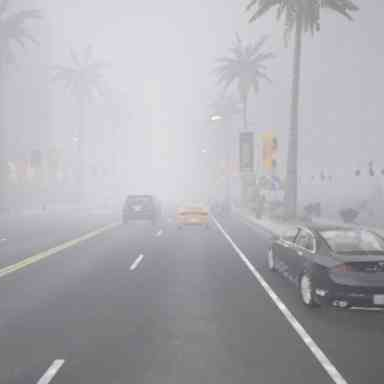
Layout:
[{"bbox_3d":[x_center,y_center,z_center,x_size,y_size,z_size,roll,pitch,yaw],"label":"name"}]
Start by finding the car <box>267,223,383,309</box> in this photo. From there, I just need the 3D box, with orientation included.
[{"bbox_3d":[3.087,1.463,7.785,2.231,1.521,4.892,0,0,0],"label":"car"}]

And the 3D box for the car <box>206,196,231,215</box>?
[{"bbox_3d":[3.098,1.270,37.160,2.185,1.767,4.553,0,0,0],"label":"car"}]

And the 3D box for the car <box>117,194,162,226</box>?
[{"bbox_3d":[-3.400,1.169,23.333,2.150,2.045,5.566,0,0,0],"label":"car"}]

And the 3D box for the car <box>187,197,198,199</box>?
[{"bbox_3d":[0.104,1.387,39.931,1.882,1.535,5.008,0,0,0],"label":"car"}]

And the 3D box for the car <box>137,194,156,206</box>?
[{"bbox_3d":[-6.944,1.237,51.265,2.097,1.767,4.553,0,0,1],"label":"car"}]

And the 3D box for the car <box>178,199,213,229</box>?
[{"bbox_3d":[0.100,1.429,21.343,1.882,1.535,5.008,0,0,0],"label":"car"}]

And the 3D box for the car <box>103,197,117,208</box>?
[{"bbox_3d":[-10.537,1.390,44.661,2.128,1.511,4.902,0,0,1],"label":"car"}]

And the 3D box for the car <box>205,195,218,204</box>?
[{"bbox_3d":[3.407,1.380,59.089,2.161,1.482,4.786,0,0,0],"label":"car"}]
